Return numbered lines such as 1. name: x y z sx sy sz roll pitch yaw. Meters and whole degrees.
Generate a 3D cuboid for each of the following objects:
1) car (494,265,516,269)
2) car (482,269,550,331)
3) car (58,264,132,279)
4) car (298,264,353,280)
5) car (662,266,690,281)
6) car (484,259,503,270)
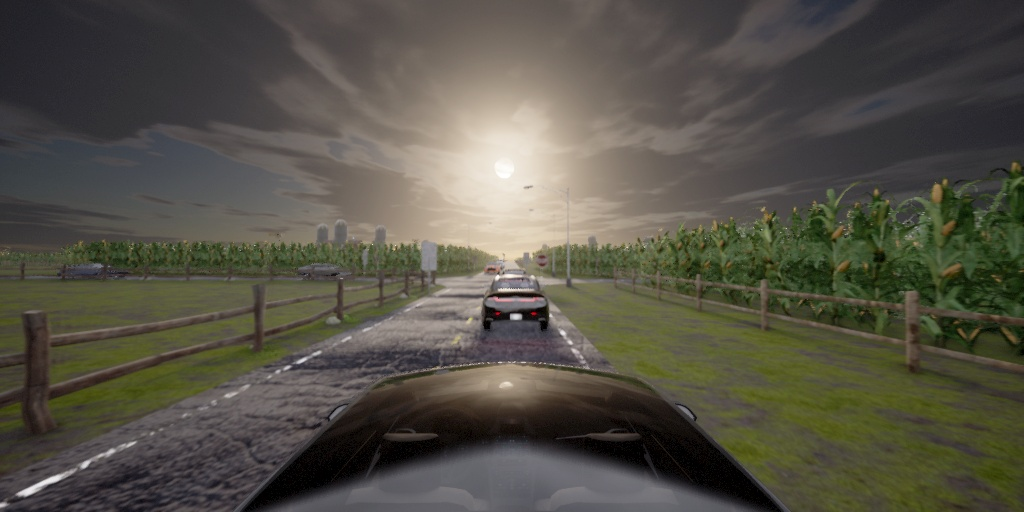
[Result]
1. car: 0.167 1.460 21.094 1.837 1.490 4.892 0 0 2
2. car: 0.098 1.345 11.429 2.128 1.511 4.902 0 -1 0
3. car: -39.275 1.412 33.821 5.357 1.411 2.033 0 -1 1
4. car: -17.338 1.466 33.594 4.902 1.511 2.128 0 -1 1
5. car: 16.924 1.720 36.209 5.008 1.535 1.882 0 -1 1
6. car: -2.845 1.615 51.982 2.097 1.767 4.553 0 -1 0
